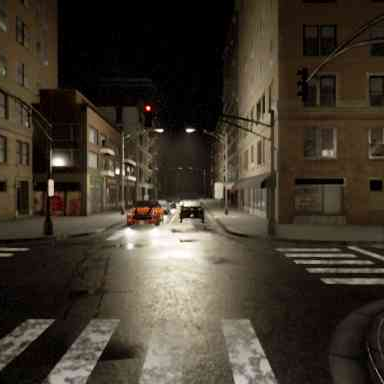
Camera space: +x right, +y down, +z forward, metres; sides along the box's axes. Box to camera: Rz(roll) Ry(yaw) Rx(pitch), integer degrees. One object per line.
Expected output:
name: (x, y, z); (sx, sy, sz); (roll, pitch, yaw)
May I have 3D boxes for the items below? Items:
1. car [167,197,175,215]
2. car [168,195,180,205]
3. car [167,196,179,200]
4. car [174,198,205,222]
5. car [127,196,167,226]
car: (-3.165, 1.502, 33.355); (2.033, 1.411, 5.357); (0, 0, 0)
car: (-3.121, 1.416, 58.855); (1.882, 1.535, 5.008); (0, 0, 0)
car: (-3.178, 1.289, 43.519); (2.097, 1.767, 4.553); (0, 0, 0)
car: (0.008, 1.458, 26.049); (2.128, 1.511, 4.902); (0, 0, 0)
car: (-3.143, 1.323, 23.059); (2.097, 1.767, 4.553); (0, 0, 0)
